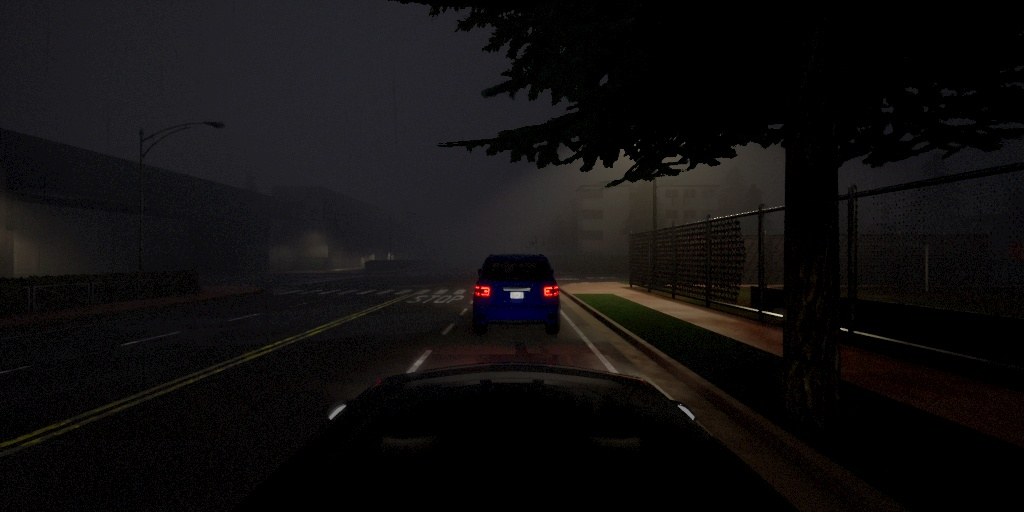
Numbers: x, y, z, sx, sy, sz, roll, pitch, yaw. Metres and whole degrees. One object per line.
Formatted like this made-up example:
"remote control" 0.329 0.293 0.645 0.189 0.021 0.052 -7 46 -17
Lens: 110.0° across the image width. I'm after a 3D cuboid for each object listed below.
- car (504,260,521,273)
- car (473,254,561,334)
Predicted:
"car" 0.032 1.242 45.583 2.128 1.511 4.902 0 0 0
"car" 0.117 0.972 10.707 2.150 2.045 5.566 0 0 0
